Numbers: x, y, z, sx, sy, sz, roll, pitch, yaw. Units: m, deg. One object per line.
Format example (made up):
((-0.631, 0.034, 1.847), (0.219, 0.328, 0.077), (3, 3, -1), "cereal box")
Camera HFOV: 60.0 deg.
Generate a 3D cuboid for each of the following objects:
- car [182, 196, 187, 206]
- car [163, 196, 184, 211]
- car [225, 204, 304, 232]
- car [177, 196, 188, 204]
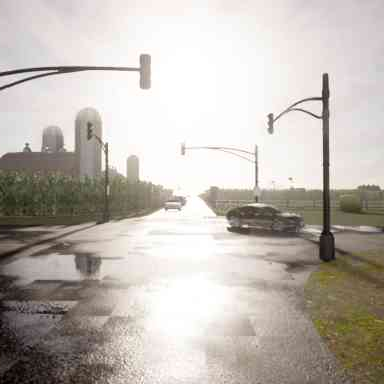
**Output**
((-2.156, 1.415, 55.842), (2.097, 1.767, 4.553), (0, 0, 1), "car")
((-2.296, 1.565, 40.727), (1.812, 1.442, 4.674), (0, 0, 0), "car")
((4.326, 1.525, 20.272), (4.892, 1.490, 1.837), (1, 1, 41), "car")
((-1.953, 1.636, 69.418), (2.033, 1.411, 5.357), (0, 0, 0), "car")
